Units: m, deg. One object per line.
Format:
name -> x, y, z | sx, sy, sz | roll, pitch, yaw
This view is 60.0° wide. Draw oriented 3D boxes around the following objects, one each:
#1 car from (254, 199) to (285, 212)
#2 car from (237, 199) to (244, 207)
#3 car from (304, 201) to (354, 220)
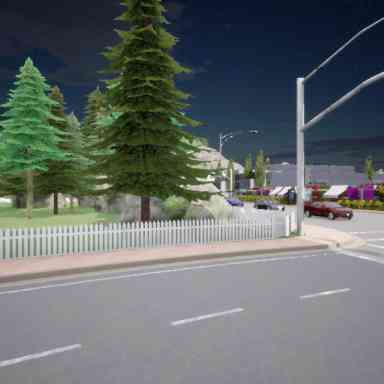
car -> 8.890, 1.552, 38.508 | 2.128, 1.511, 4.902 | 0, 0, -17
car -> 5.901, 1.539, 48.536 | 1.882, 1.535, 5.008 | 0, 0, -16
car -> 11.746, 1.538, 28.966 | 1.882, 1.535, 5.008 | 0, 0, -17
